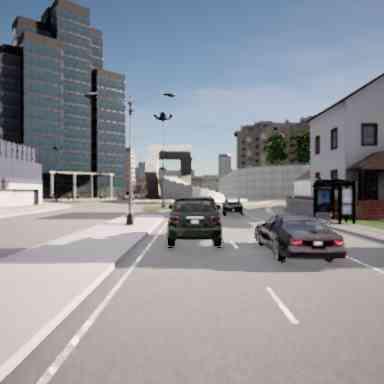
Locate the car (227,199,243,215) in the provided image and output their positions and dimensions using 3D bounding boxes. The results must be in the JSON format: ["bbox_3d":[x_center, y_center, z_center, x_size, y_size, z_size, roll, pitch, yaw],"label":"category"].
[{"bbox_3d":[3.953,1.392,32.333,2.128,1.511,4.902,0,0,5],"label":"car"}]

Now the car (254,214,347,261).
[{"bbox_3d":[3.605,1.510,12.010,2.033,1.411,5.357,0,0,0],"label":"car"}]

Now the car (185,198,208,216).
[{"bbox_3d":[0.482,1.405,32.392,1.837,1.490,4.892,0,0,5],"label":"car"}]

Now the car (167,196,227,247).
[{"bbox_3d":[0.105,1.175,14.909,2.150,2.045,5.566,0,0,0],"label":"car"}]
